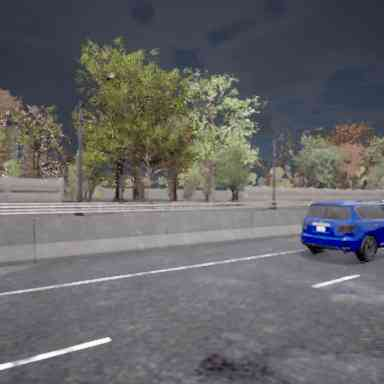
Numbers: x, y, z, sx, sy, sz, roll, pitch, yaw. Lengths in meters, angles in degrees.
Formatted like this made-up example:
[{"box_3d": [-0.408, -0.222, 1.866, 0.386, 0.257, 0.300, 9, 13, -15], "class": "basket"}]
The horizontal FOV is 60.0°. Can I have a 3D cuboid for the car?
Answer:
[{"box_3d": [6.572, 1.361, 12.839, 5.566, 2.045, 2.150, 0, 0, -35], "class": "car"}]
